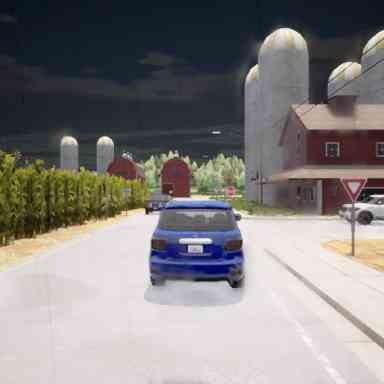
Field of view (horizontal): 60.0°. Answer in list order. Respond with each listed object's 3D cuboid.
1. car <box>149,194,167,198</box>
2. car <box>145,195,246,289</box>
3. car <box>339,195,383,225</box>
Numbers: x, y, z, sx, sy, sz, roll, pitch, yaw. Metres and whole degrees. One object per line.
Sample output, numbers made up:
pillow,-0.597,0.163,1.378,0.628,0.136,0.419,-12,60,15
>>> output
car,-3.502,1.227,34.628,2.150,2.045,5.566,0,0,0
car,0.228,1.224,9.342,2.150,2.045,5.566,0,0,3
car,13.312,1.198,23.260,5.566,2.045,2.150,0,0,-1
